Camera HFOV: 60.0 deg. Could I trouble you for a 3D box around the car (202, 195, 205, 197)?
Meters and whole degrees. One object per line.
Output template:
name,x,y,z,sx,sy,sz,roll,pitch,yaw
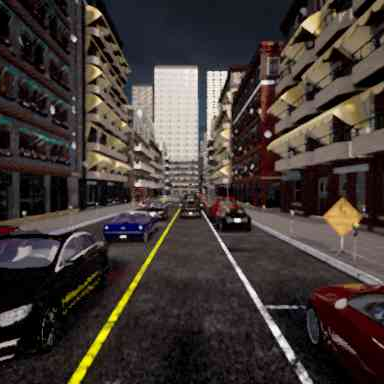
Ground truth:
car,2.309,1.540,47.800,1.947,1.339,4.313,-1,0,0

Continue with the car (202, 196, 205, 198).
car,2.338,1.559,42.252,1.802,1.307,4.206,-1,0,0

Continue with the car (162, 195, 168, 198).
car,-5.688,1.495,69.764,1.752,1.417,4.829,-1,0,0

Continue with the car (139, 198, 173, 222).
car,-2.943,1.483,26.641,2.128,1.511,4.902,0,0,0

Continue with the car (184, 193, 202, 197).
car,-0.168,1.200,45.437,2.150,2.045,5.566,0,0,0

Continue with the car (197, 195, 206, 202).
car,2.161,1.481,75.715,1.752,1.417,4.829,-1,0,0

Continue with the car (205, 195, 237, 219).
car,2.423,1.301,25.605,2.192,1.841,5.009,-1,0,0

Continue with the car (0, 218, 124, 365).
car,-2.876,1.493,6.154,2.128,1.511,4.902,0,0,0

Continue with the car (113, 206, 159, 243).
car,-2.926,1.598,16.339,1.895,1.301,4.718,0,0,0

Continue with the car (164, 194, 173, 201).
car,-5.749,1.403,81.032,1.967,1.590,4.097,-1,0,0

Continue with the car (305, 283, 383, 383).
car,2.549,1.577,3.409,1.802,1.307,4.206,-1,0,0

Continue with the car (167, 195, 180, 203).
car,-3.099,1.516,64.798,2.033,1.411,5.357,0,0,0

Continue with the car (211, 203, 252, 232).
car,2.456,1.554,20.056,1.947,1.339,4.313,-1,0,0

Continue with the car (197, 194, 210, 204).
car,2.217,1.278,64.447,2.192,1.841,5.009,-1,0,0

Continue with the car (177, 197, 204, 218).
car,-0.090,1.493,29.762,1.837,1.490,4.892,0,0,0

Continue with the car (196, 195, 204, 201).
car,2.103,1.530,86.643,1.802,1.307,4.206,-1,0,0

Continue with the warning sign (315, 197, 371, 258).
warning sign,4.901,1.105,10.880,1.300,1.860,1.060,1,1,0
